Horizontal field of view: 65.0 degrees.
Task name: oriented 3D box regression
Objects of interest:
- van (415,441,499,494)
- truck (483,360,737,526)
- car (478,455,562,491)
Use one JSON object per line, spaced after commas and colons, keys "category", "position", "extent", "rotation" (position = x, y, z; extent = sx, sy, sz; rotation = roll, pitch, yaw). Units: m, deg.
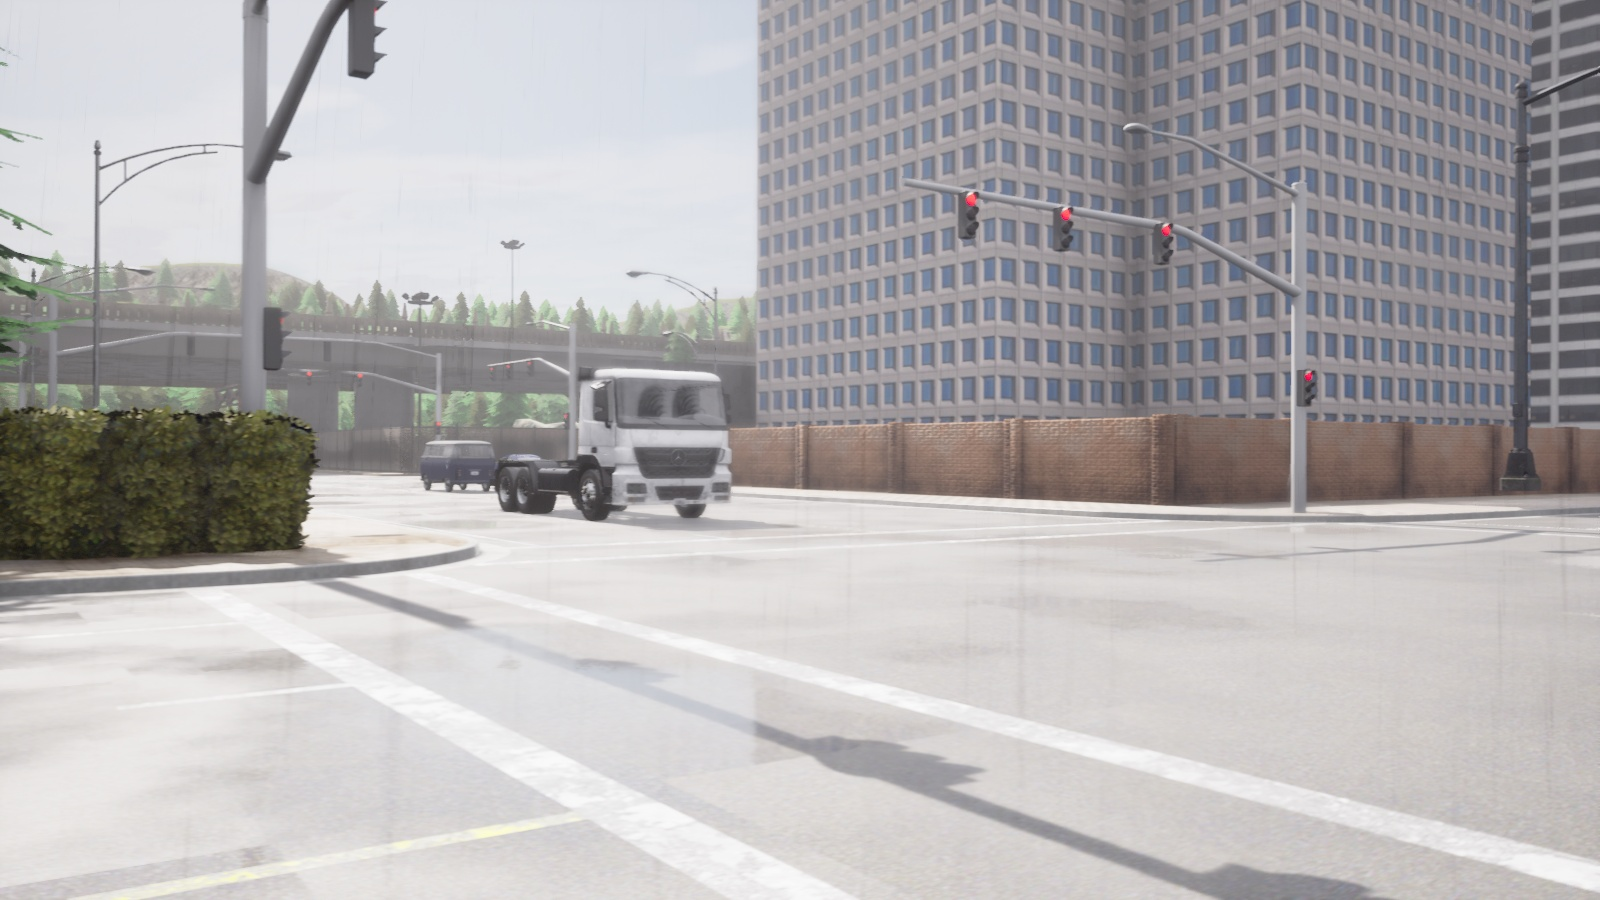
{"category": "van", "position": [-13.441, 0.666, 49.043], "extent": [1.775, 1.987, 4.442], "rotation": [0, 0, -35]}
{"category": "truck", "position": [-4.849, -0.135, 30.347], "extent": [2.891, 3.462, 7.936], "rotation": [0, 0, -34]}
{"category": "car", "position": [-11.832, 0.950, 52.882], "extent": [1.812, 1.442, 4.674], "rotation": [0, 0, -35]}
